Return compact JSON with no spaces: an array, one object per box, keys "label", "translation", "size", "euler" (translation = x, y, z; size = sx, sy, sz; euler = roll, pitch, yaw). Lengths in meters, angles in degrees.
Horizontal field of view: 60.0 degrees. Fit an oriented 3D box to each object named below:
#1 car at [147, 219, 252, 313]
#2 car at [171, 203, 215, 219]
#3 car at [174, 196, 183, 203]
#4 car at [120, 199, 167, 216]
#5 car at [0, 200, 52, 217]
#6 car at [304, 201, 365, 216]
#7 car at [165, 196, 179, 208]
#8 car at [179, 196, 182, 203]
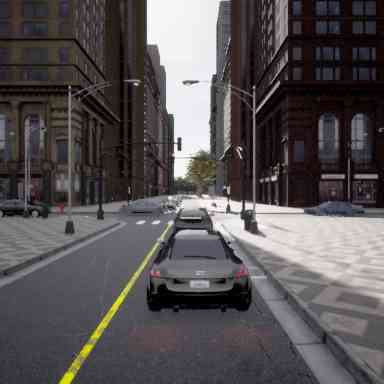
[{"label":"car","translation":[0.110,1.563,7.764],"size":[1.994,1.385,4.181],"euler":[0,0,-1]},{"label":"car","translation":[0.066,1.503,16.672],"size":[1.837,1.490,4.892],"euler":[0,0,0]},{"label":"car","translation":[-2.978,1.540,73.538],"size":[1.812,1.442,4.674],"euler":[0,0,0]},{"label":"car","translation":[-4.848,1.554,32.128],"size":[4.181,1.385,1.994],"euler":[0,0,0]},{"label":"car","translation":[-14.739,1.450,28.924],"size":[4.892,1.490,1.837],"euler":[0,0,-1]},{"label":"car","translation":[13.705,1.588,32.116],"size":[5.357,1.411,2.033],"euler":[0,0,0]},{"label":"car","translation":[-3.078,1.541,43.129],"size":[2.033,1.411,5.357],"euler":[0,0,0]},{"label":"car","translation":[-3.075,1.487,52.890],"size":[2.128,1.511,4.902],"euler":[0,0,0]}]
